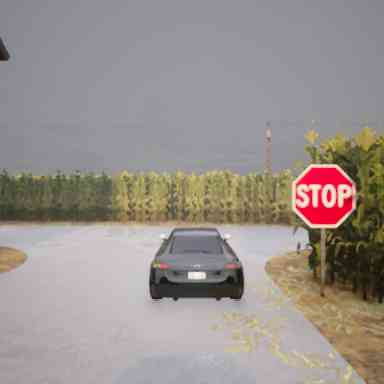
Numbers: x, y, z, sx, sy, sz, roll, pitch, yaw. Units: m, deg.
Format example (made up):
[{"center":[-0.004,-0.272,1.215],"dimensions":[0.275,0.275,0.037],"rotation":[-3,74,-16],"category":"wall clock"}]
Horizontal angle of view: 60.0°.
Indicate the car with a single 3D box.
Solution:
[{"center":[0.084,1.565,8.381],"dimensions":[1.994,1.385,4.181],"rotation":[0,0,0],"category":"car"}]
